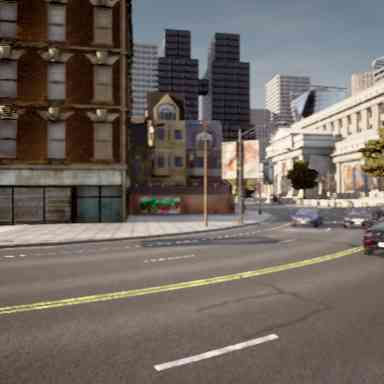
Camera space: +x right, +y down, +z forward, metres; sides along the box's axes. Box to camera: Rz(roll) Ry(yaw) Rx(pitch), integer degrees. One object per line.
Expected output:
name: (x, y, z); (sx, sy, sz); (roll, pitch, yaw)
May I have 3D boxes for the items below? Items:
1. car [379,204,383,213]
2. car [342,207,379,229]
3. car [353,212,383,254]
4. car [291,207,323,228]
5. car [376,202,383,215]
car: (18.816, 1.912, 31.685); (2.128, 1.511, 4.902); (0, -1, 17)
car: (12.096, 1.828, 24.133); (2.128, 1.511, 4.902); (-1, -1, 28)
car: (8.345, 1.703, 13.293); (4.674, 1.442, 1.812); (1, -1, -45)
car: (9.015, 1.905, 25.785); (1.812, 1.442, 4.674); (-1, -1, 28)
car: (23.888, 2.027, 39.495); (1.837, 1.490, 4.892); (0, -1, 8)
